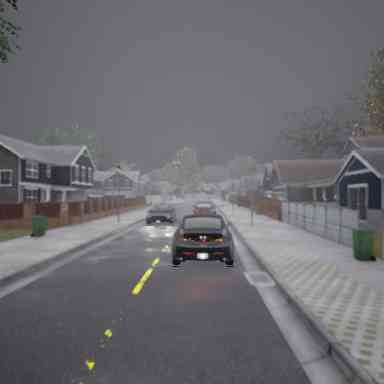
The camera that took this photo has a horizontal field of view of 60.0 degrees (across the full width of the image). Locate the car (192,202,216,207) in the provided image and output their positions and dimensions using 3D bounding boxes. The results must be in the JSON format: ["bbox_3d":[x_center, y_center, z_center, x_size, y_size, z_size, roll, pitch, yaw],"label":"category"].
[{"bbox_3d":[1.003,1.515,27.585,1.812,1.442,4.674,0,0,2],"label":"car"}]

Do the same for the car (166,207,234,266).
[{"bbox_3d":[0.378,1.491,11.446,1.837,1.490,4.892,0,0,2],"label":"car"}]

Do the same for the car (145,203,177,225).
[{"bbox_3d":[-2.082,1.532,24.194,2.033,1.411,5.357,0,0,2],"label":"car"}]
